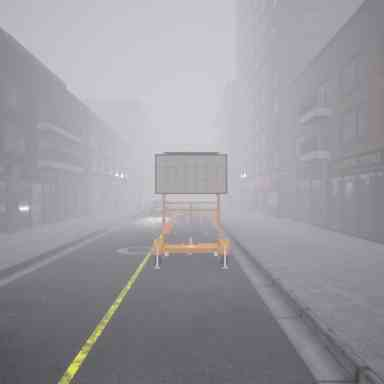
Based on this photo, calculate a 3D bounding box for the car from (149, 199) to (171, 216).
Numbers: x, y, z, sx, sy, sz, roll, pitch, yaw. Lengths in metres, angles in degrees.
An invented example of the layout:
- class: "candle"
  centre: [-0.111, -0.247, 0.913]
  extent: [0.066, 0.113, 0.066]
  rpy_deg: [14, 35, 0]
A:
- class: "car"
  centre: [-3.102, 1.507, 33.042]
  extent: [2.128, 1.511, 4.902]
  rpy_deg: [0, 0, 0]

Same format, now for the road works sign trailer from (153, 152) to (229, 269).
- class: "road works sign trailer"
  centre: [-0.027, 0.467, 11.172]
  extent: [2.380, 3.560, 2.880]
  rpy_deg: [0, 0, 0]
